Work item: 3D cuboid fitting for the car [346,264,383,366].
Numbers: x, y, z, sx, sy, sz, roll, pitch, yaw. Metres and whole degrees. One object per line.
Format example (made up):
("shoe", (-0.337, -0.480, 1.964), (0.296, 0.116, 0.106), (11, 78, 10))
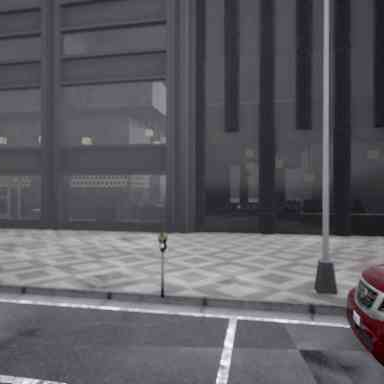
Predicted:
("car", (4.595, 1.313, 3.829), (5.009, 1.841, 2.192), (0, 0, 11))
